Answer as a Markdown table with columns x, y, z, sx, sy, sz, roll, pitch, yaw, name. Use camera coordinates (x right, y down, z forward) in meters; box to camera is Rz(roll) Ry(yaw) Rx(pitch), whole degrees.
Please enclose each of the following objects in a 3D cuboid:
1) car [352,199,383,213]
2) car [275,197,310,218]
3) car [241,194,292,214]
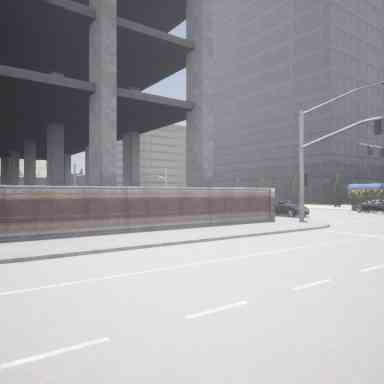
| x | y | z | sx | sy | sz | roll | pitch | yaw | name |
| --- | --- | --- | --- | --- | --- | --- | --- | --- | --- |
| 19.182 | 1.491 | 34.416 | 2.128 | 1.511 | 4.902 | 0 | 0 | -39 | car |
| 8.547 | 1.505 | 30.860 | 1.837 | 1.490 | 4.892 | 0 | 0 | -35 | car |
| 8.223 | 1.221 | 37.318 | 2.150 | 2.045 | 5.566 | 0 | 0 | -36 | car |
